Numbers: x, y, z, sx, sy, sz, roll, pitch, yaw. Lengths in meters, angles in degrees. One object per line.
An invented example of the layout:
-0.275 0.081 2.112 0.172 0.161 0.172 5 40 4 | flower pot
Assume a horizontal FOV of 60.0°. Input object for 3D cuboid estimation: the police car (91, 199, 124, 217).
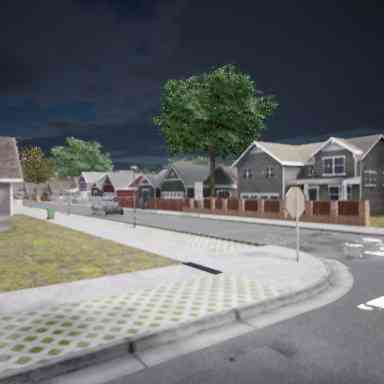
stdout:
-8.320 1.526 32.668 1.930 1.638 5.238 0 0 -35 | police car
